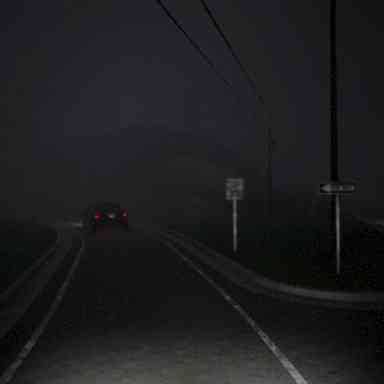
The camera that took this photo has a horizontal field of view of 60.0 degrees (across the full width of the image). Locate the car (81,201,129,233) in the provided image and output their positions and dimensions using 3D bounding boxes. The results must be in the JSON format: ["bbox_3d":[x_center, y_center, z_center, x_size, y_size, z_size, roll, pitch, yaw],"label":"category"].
[{"bbox_3d":[-5.423,1.382,20.384,2.097,1.767,4.553,-1,0,-26],"label":"car"}]

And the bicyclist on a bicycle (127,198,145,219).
[{"bbox_3d":[-4.517,1.320,26.719,1.656,1.620,0.582,-1,0,-37],"label":"bicyclist on a bicycle"}]
